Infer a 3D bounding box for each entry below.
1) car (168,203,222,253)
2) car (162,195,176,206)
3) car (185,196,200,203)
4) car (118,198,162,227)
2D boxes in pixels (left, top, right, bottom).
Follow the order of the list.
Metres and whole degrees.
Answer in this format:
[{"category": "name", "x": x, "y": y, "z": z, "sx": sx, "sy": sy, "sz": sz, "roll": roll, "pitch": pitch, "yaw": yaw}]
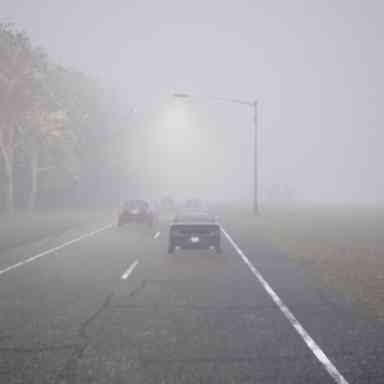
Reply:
[{"category": "car", "x": 0.098, "y": 1.413, "z": 13.479, "sx": 1.882, "sy": 1.535, "sz": 5.008, "roll": 0, "pitch": 0, "yaw": 0}, {"category": "car", "x": -3.411, "y": 1.259, "z": 48.481, "sx": 1.837, "sy": 1.490, "sz": 4.892, "roll": 0, "pitch": 0, "yaw": 0}, {"category": "car", "x": 0.091, "y": 1.255, "z": 46.997, "sx": 2.128, "sy": 1.511, "sz": 4.902, "roll": 0, "pitch": 0, "yaw": 0}, {"category": "car", "x": -3.404, "y": 1.245, "z": 21.909, "sx": 2.097, "sy": 1.767, "sz": 4.553, "roll": 0, "pitch": 0, "yaw": 0}]
